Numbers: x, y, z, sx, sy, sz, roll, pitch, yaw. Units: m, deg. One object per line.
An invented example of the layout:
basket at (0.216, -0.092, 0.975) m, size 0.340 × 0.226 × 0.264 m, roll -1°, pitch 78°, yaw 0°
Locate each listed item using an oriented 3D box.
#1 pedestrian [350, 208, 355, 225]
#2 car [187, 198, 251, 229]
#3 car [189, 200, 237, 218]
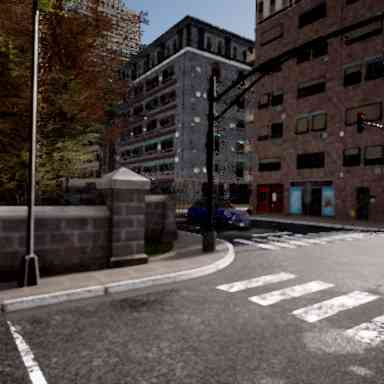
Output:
pedestrian at (11.052, 1.688, 22.857) m, size 0.500 × 1.100 × 0.500 m, roll 2°, pitch -1°, yaw -35°
car at (1.637, 1.303, 21.103) m, size 2.097 × 1.767 × 4.553 m, roll 2°, pitch -1°, yaw -35°
car at (1.834, 1.561, 30.955) m, size 1.752 × 1.417 × 4.829 m, roll 2°, pitch -1°, yaw -35°
